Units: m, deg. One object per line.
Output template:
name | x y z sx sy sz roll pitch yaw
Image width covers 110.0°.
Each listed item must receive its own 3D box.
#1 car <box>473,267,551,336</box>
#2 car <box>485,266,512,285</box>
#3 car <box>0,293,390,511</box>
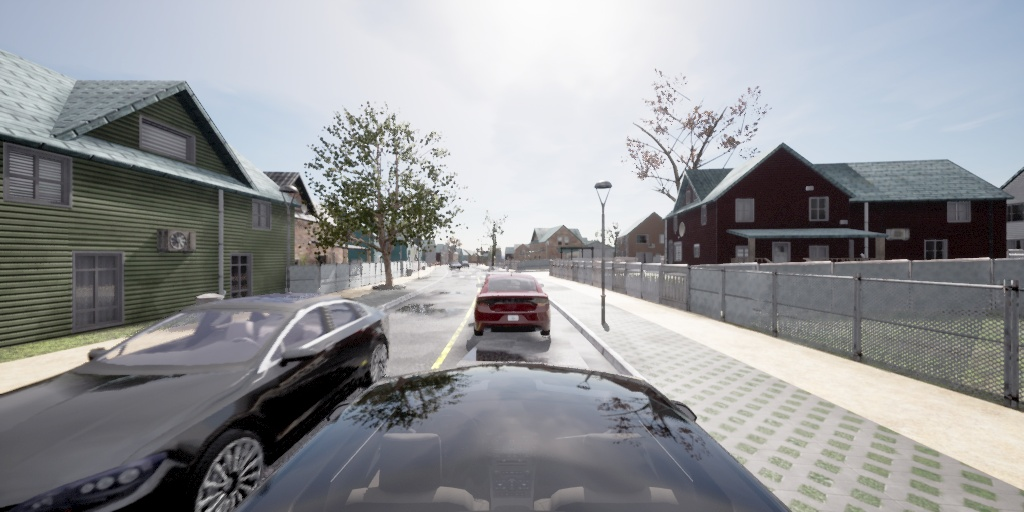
car | -0.040 1.243 10.483 1.882 1.535 5.008 0 0 -2
car | -1.159 1.486 28.513 1.895 1.301 4.718 0 -1 -6
car | -2.911 1.243 4.053 2.128 1.511 4.902 0 0 0
